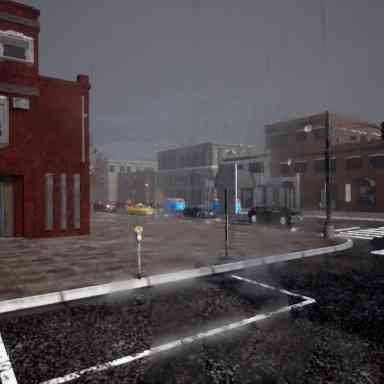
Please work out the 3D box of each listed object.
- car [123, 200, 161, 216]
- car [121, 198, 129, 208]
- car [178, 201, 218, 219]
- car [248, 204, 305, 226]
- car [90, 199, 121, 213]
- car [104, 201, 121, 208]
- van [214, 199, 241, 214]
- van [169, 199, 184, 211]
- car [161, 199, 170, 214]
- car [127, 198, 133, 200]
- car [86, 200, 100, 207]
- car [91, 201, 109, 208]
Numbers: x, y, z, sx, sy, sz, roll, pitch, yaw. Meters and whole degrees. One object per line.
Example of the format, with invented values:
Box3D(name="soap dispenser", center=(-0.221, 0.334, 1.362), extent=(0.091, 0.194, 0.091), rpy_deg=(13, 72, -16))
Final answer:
Box3D(name="car", center=(-5.976, 2.054, 39.203), extent=(1.752, 1.417, 4.829), rpy_deg=(-2, 0, -36))
Box3D(name="car", center=(-12.653, 2.094, 62.514), extent=(2.192, 1.841, 5.009), rpy_deg=(-2, 0, -36))
Box3D(name="car", center=(0.765, 1.957, 34.334), extent=(1.994, 1.385, 4.181), rpy_deg=(-1, 0, -35))
Box3D(name="car", center=(6.587, 1.757, 26.332), extent=(1.837, 1.490, 4.892), rpy_deg=(-1, 0, -36))
Box3D(name="car", center=(-12.751, 2.007, 48.485), extent=(2.192, 1.841, 5.009), rpy_deg=(-2, 0, -36))
Box3D(name="car", center=(-15.980, 2.442, 67.086), extent=(1.802, 1.307, 4.206), rpy_deg=(-2, 0, -36))
Box3D(name="van", center=(4.022, 1.717, 39.651), extent=(1.690, 1.788, 3.998), rpy_deg=(-2, 0, -36))
Box3D(name="van", center=(-2.647, 1.878, 48.795), extent=(1.690, 1.788, 3.998), rpy_deg=(-2, 0, -36))
Box3D(name="car", center=(-5.163, 2.041, 42.462), extent=(1.837, 1.490, 4.892), rpy_deg=(-1, 0, -36))
Box3D(name="car", center=(-7.675, 2.108, 51.322), extent=(1.882, 1.535, 5.008), rpy_deg=(-1, -1, -36))
Box3D(name="car", center=(-22.650, 2.604, 76.232), extent=(1.802, 1.307, 4.206), rpy_deg=(-2, 0, -36))
Box3D(name="car", center=(-18.200, 2.450, 65.754), extent=(1.994, 1.385, 4.181), rpy_deg=(-1, 0, -36))
